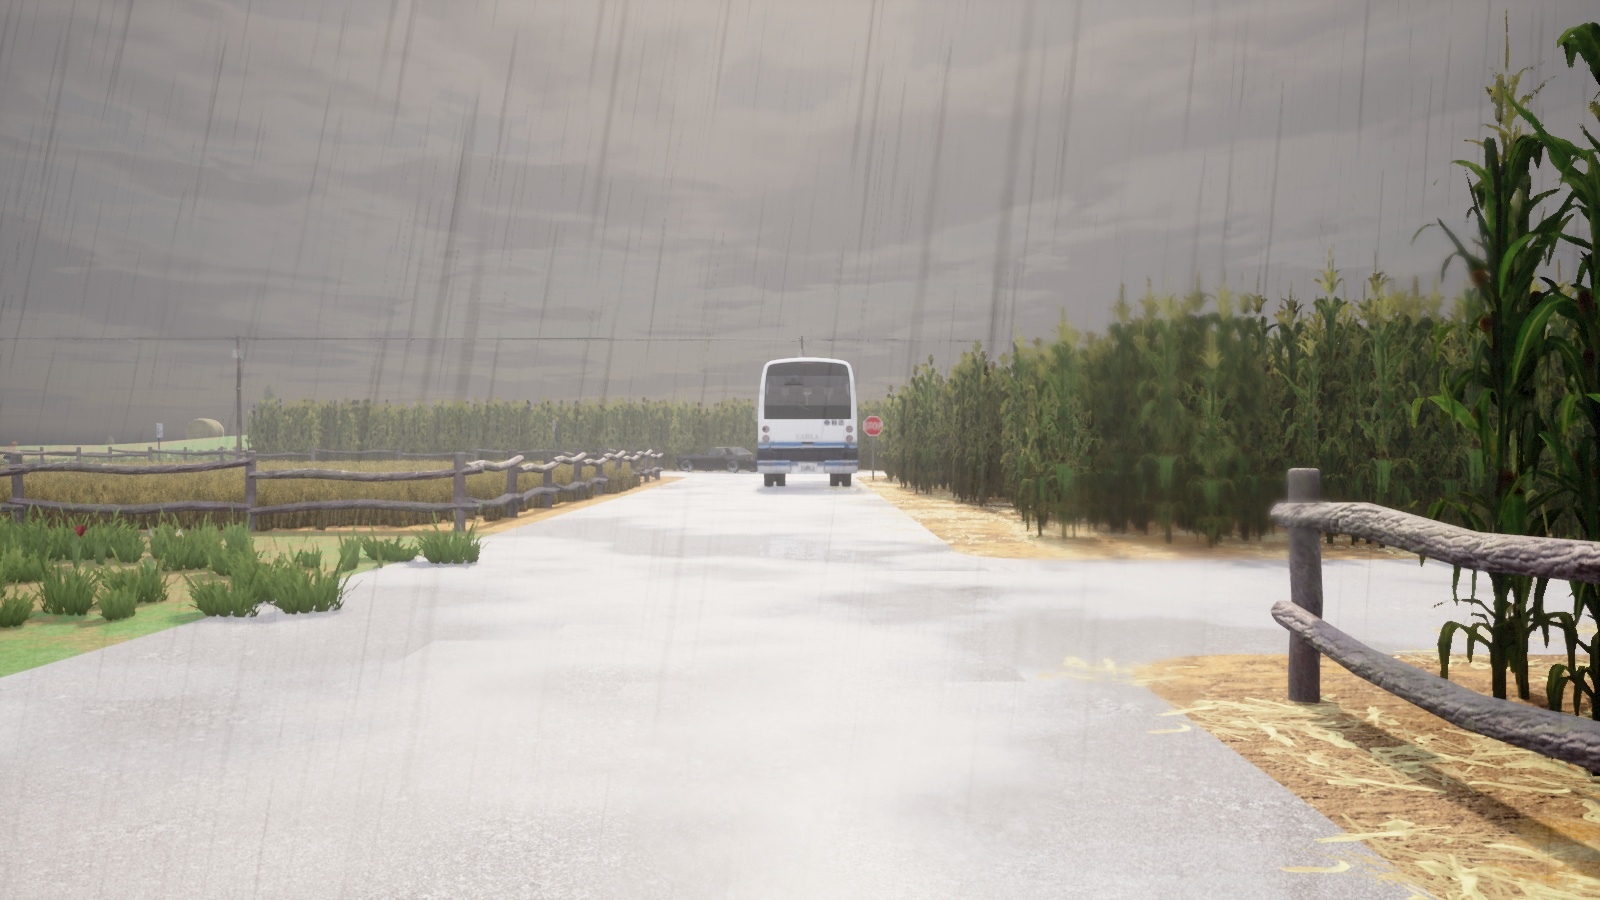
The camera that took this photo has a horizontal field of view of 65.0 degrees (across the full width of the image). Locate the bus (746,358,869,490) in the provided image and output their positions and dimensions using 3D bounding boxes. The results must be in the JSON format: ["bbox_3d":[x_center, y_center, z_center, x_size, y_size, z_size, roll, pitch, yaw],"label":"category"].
[{"bbox_3d":[0.277,-0.886,45.485,3.944,4.253,10.273,0,1,0],"label":"bus"}]

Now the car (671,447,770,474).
[{"bbox_3d":[-3.996,0.489,62.842,4.718,1.301,1.895,0,0,33],"label":"car"}]
